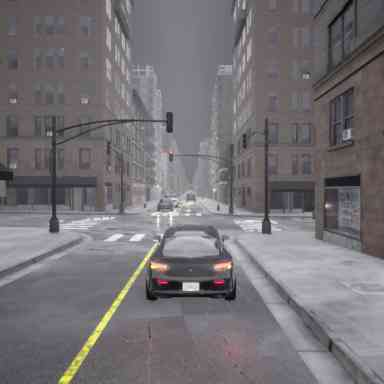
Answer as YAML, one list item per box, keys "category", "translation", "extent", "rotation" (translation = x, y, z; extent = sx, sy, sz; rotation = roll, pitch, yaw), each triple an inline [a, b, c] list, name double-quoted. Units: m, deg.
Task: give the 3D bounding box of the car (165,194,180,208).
- category: "car"
  translation: [-3.249, 1.293, 50.897]
  extent: [2.150, 2.045, 5.566]
  rotation: [0, 0, 0]

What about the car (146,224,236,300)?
- category: "car"
  translation: [-0.018, 1.527, 8.236]
  extent: [1.812, 1.442, 4.674]
  rotation: [0, 0, 0]

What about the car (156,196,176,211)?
- category: "car"
  translation: [-3.236, 1.556, 40.842]
  extent: [1.837, 1.490, 4.892]
  rotation: [0, 0, -2]

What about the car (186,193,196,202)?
- category: "car"
  translation: [-0.246, 1.357, 81.217]
  extent: [2.150, 2.045, 5.566]
  rotation: [0, 0, 0]

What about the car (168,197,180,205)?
- category: "car"
  translation: [-3.250, 1.639, 61.476]
  extent: [2.033, 1.411, 5.357]
  rotation: [0, 0, 0]

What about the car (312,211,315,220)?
- category: "car"
  translation: [12.276, 1.721, 26.856]
  extent: [5.008, 1.535, 1.882]
  rotation: [1, 0, -1]
